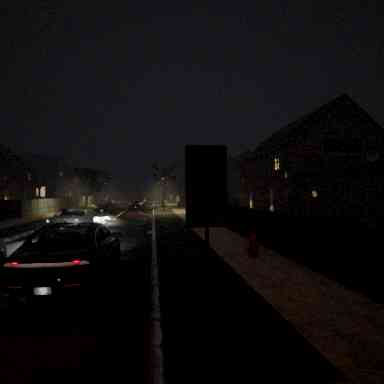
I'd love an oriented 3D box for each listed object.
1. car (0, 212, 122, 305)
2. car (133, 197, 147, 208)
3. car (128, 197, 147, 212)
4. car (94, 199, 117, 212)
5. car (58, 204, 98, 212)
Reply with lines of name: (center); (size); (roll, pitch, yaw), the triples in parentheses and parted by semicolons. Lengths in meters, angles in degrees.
car: (-2.850, 1.481, 8.121); (2.128, 1.511, 4.902); (0, 0, -7)
car: (-7.624, 1.476, 48.853); (1.837, 1.490, 4.892); (0, 0, -6)
car: (-6.408, 1.450, 38.854); (2.128, 1.511, 4.902); (0, 0, -6)
car: (-8.648, 1.466, 33.297); (2.128, 1.511, 4.902); (0, 0, -6)
car: (-7.057, 1.589, 19.546); (1.895, 1.301, 4.718); (0, 0, -7)
